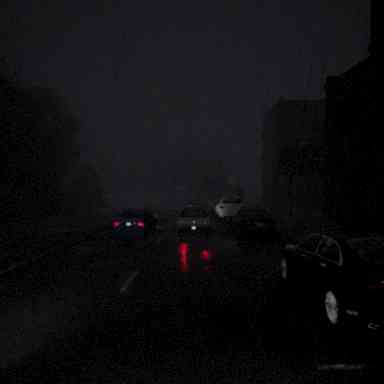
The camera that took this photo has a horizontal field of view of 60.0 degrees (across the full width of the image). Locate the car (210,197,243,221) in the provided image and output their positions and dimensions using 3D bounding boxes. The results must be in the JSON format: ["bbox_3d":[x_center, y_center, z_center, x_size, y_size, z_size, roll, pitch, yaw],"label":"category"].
[{"bbox_3d":[3.232,1.411,29.085,2.435,2.045,5.566,0,0,0],"label":"car"}]

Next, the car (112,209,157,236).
[{"bbox_3d":[-3.144,1.667,19.013,2.033,1.411,5.357,0,0,0],"label":"car"}]

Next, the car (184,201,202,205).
[{"bbox_3d":[0.113,1.729,37.945,2.128,1.511,4.902,0,0,0],"label":"car"}]

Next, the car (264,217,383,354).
[{"bbox_3d":[3.226,1.526,6.950,2.231,1.521,4.892,0,0,0],"label":"car"}]

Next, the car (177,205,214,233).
[{"bbox_3d":[0.107,1.731,20.781,1.895,1.301,4.718,0,0,0],"label":"car"}]

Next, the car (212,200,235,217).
[{"bbox_3d":[3.237,1.696,34.892,1.946,1.575,5.366,0,0,0],"label":"car"}]

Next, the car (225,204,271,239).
[{"bbox_3d":[3.234,1.623,18.037,2.163,1.488,4.792,0,0,0],"label":"car"}]
